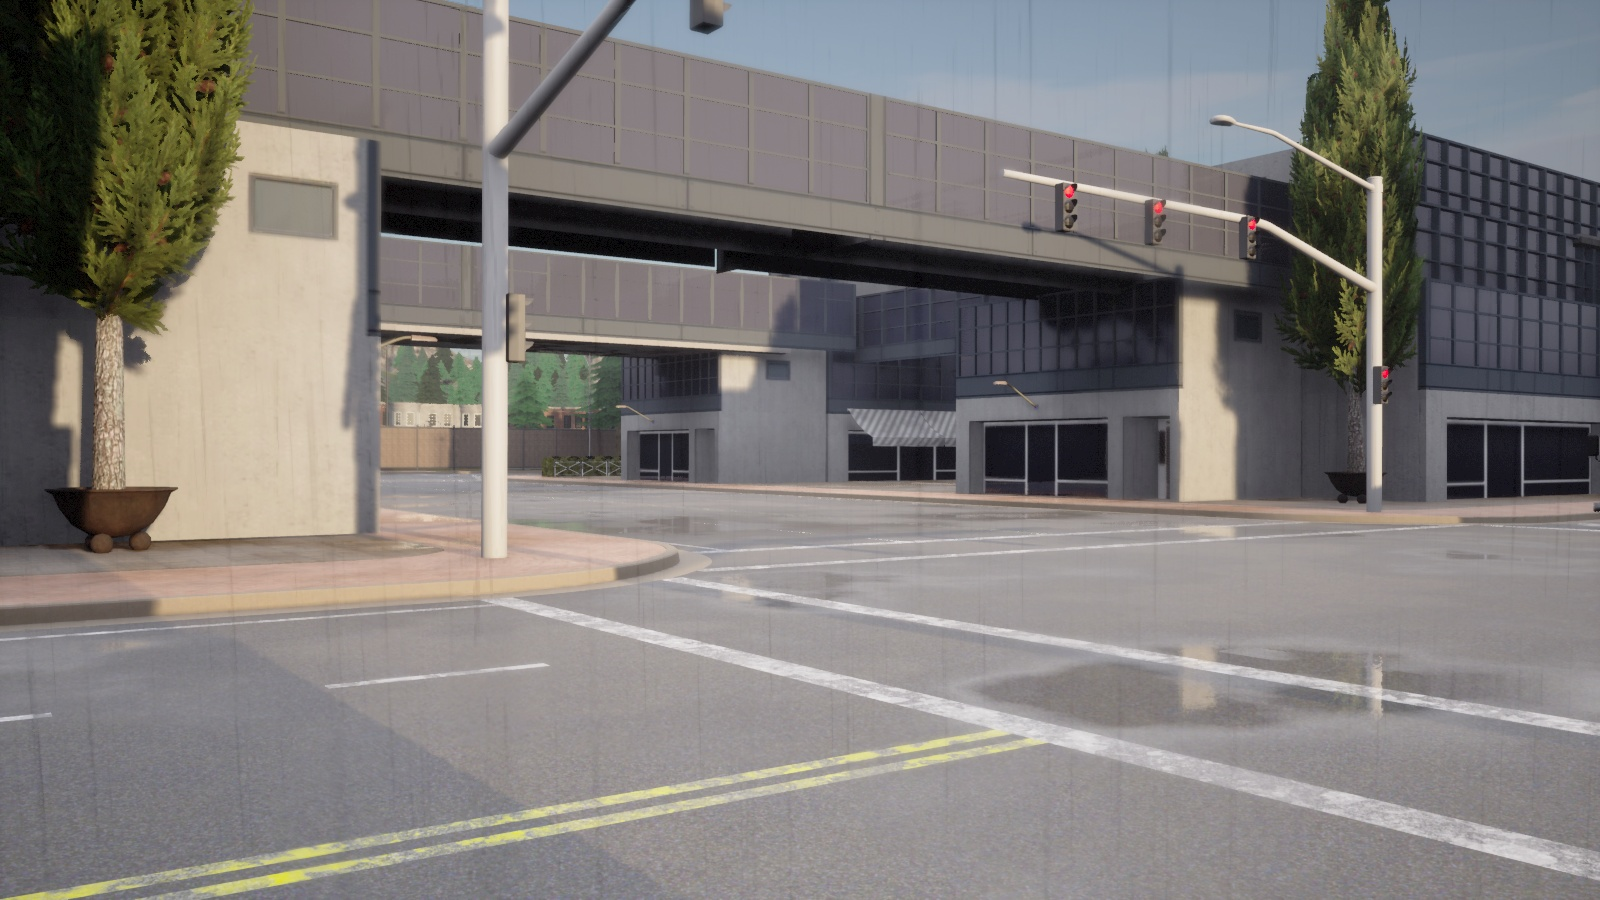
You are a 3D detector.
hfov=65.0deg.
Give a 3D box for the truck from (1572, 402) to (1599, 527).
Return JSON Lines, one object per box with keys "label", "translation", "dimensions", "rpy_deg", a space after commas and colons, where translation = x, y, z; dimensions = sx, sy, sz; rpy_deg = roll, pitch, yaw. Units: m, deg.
{"label": "truck", "translation": [18.280, 0.282, 25.499], "dimensions": [5.204, 2.467, 2.627], "rpy_deg": [0, 0, -36]}
